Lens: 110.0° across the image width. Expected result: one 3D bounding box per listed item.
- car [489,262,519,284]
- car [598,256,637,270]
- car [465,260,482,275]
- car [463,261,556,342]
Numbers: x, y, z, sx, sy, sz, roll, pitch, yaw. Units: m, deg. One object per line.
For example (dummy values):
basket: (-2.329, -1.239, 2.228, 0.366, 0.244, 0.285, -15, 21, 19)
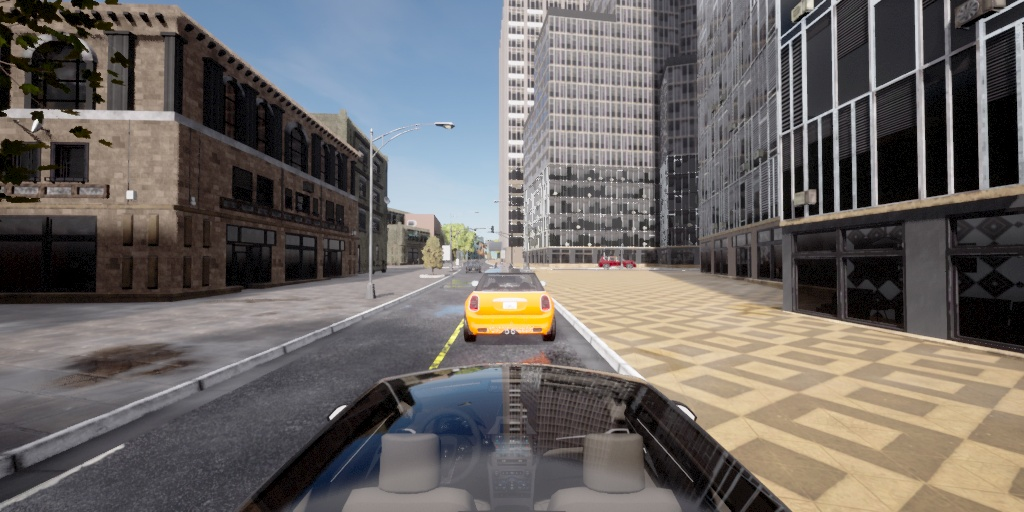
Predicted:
car: (-0.706, 1.248, 27.985, 2.128, 1.511, 4.902, 0, 0, -3)
car: (14.172, 0.952, 48.440, 5.009, 1.841, 2.192, 0, 0, 15)
car: (-4.479, 1.296, 42.038, 1.837, 1.490, 4.892, 0, 0, -5)
car: (-0.085, 1.104, 9.962, 2.097, 1.767, 4.553, 0, 0, -1)
